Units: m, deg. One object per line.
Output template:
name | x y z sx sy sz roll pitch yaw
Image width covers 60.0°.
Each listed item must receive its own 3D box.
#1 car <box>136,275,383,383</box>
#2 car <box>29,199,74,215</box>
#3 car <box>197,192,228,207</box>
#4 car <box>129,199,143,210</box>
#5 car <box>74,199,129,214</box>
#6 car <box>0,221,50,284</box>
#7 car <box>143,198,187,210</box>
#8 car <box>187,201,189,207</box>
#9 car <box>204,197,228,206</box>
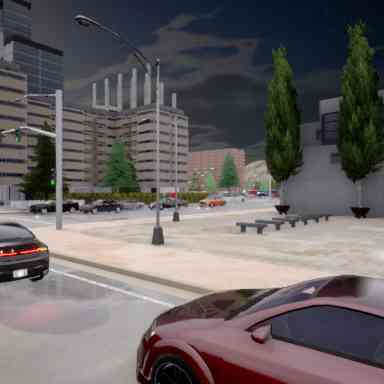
car | 1.422 1.564 3.226 4.181 1.385 1.994 0 0 37
car | -14.318 1.478 34.805 1.882 1.535 5.008 0 0 40
car | 3.023 1.352 49.835 2.097 1.767 4.553 0 0 40
car | -8.281 1.601 41.930 1.895 1.301 4.718 0 0 40
car | -9.461 1.505 35.123 1.837 1.490 4.892 0 0 40
car | -5.557 1.505 8.734 4.892 1.490 1.837 0 0 40
car | -3.379 1.491 42.300 2.128 1.511 4.902 0 0 40
car | -2.414 1.564 48.844 1.994 1.385 4.181 0 0 41
car | 4.063 1.564 56.443 1.994 1.385 4.181 0 0 41
